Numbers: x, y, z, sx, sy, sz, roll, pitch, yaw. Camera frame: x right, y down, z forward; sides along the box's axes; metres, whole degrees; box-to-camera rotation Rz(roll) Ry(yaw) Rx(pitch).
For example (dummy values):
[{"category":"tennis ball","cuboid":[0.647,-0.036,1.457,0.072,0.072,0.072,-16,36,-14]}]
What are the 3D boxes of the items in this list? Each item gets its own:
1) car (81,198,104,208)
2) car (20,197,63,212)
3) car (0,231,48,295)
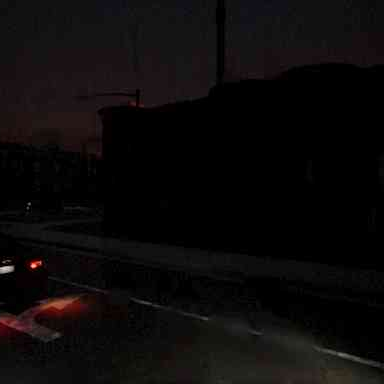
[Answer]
[{"category":"car","cuboid":[-14.257,1.551,49.130,1.994,1.385,4.181,0,0,36]},{"category":"car","cuboid":[-17.473,1.340,38.639,2.097,1.767,4.553,0,0,36]},{"category":"car","cuboid":[-5.566,1.545,7.940,5.357,1.411,2.033,0,0,38]}]
